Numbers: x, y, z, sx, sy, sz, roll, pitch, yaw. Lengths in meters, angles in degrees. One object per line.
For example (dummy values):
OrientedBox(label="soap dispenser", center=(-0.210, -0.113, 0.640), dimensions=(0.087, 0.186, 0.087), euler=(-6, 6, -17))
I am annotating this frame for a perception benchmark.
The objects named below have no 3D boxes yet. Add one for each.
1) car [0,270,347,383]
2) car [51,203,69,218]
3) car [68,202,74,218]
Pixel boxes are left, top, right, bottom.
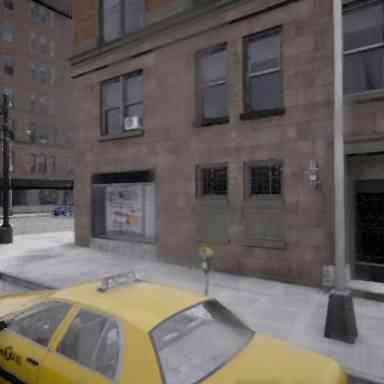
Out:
OrientedBox(label="car", center=(-0.959, 1.524, 3.541), dimensions=(4.829, 1.417, 1.752), euler=(0, -1, 36))
OrientedBox(label="car", center=(-11.349, 1.657, 32.849), dimensions=(1.882, 1.535, 5.008), euler=(-1, -1, 36))
OrientedBox(label="car", center=(-8.665, 1.750, 31.013), dimensions=(1.895, 1.301, 4.718), euler=(-1, -1, 36))
